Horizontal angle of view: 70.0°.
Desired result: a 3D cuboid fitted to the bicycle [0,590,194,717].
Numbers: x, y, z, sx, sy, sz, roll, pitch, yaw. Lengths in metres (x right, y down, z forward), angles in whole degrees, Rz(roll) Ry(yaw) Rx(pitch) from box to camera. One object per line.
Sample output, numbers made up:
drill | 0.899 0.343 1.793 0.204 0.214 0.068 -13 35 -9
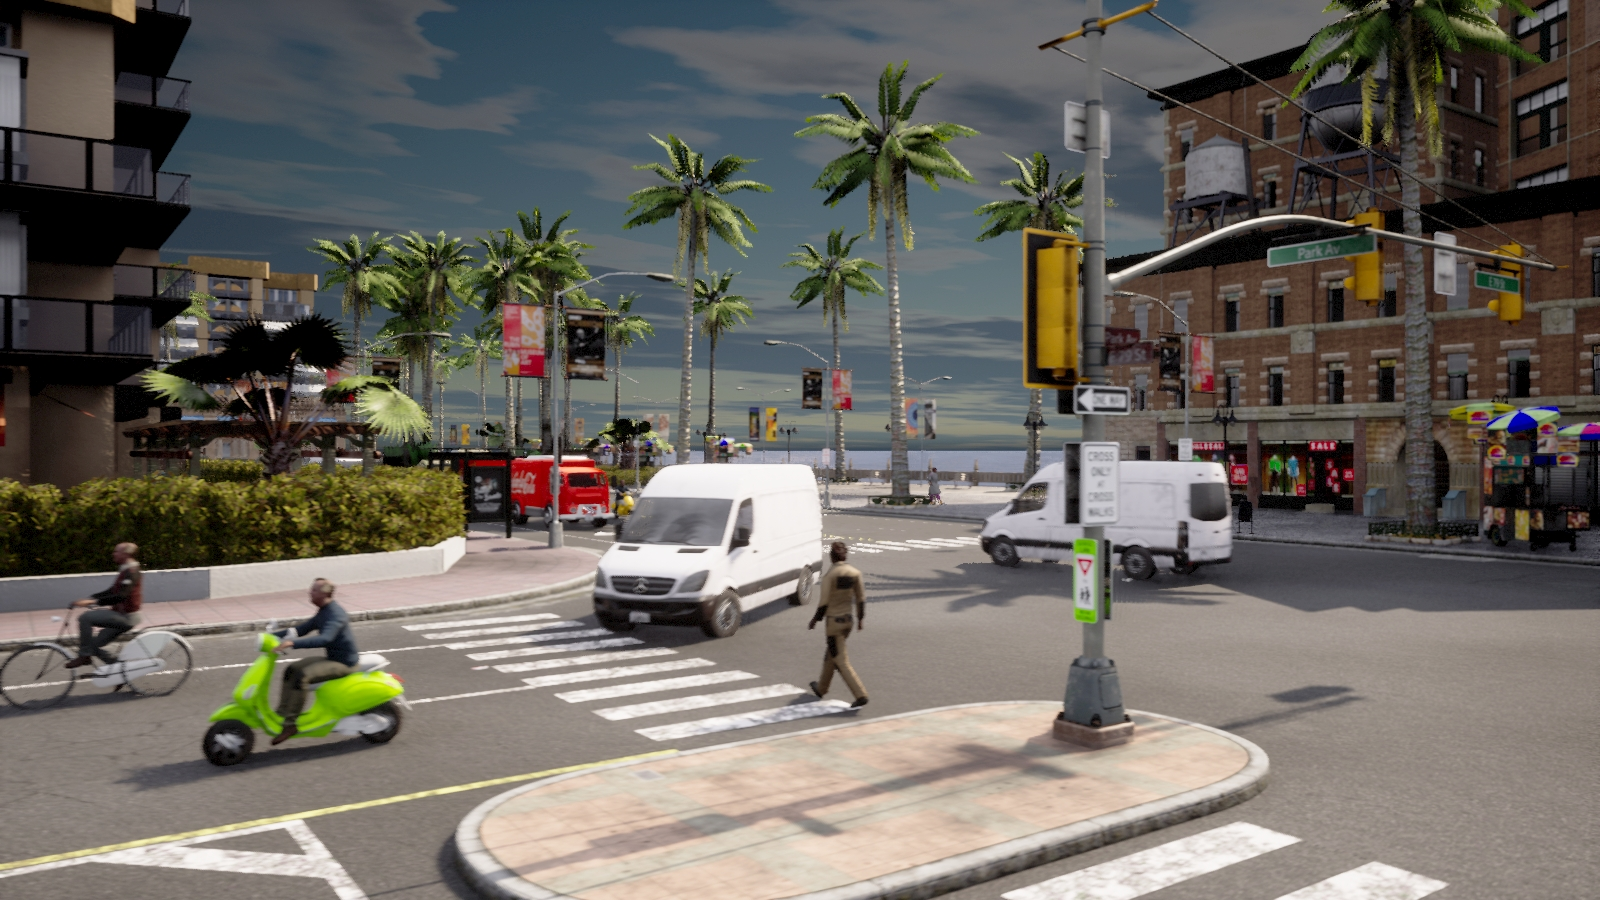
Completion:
bicycle | -7.752 2.210 12.630 1.835 1.171 0.329 0 0 -37

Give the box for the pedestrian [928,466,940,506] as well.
pedestrian | 6.283 1.697 53.610 0.375 1.860 0.375 0 0 -37

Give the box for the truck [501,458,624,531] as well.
truck | -8.871 1.566 42.256 2.627 2.467 5.204 0 0 -35

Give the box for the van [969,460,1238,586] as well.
van | 6.821 1.535 26.414 1.988 2.561 5.915 1 -1 -40

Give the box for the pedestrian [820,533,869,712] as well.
pedestrian | 0.482 1.849 12.386 0.375 1.860 0.375 0 0 -36

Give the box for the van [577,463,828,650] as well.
van | -1.367 1.535 19.218 1.988 2.561 5.915 0 0 19
